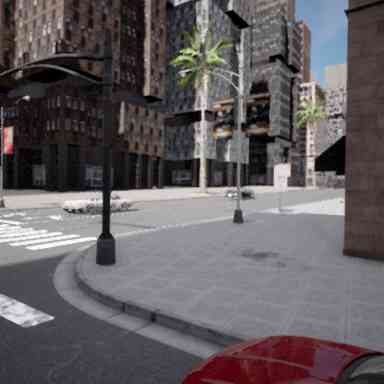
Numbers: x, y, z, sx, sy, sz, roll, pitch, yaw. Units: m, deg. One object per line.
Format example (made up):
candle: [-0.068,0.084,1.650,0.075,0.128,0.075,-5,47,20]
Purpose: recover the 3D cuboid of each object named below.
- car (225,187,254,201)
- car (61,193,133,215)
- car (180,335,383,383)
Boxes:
car: [5.683,0.168,39.367,2.128,1.511,4.902,1,2,35]
car: [-6.281,0.757,22.431,1.895,1.301,4.718,1,2,35]
car: [1.907,1.568,1.621,4.507,1.381,1.887,2,0,35]
